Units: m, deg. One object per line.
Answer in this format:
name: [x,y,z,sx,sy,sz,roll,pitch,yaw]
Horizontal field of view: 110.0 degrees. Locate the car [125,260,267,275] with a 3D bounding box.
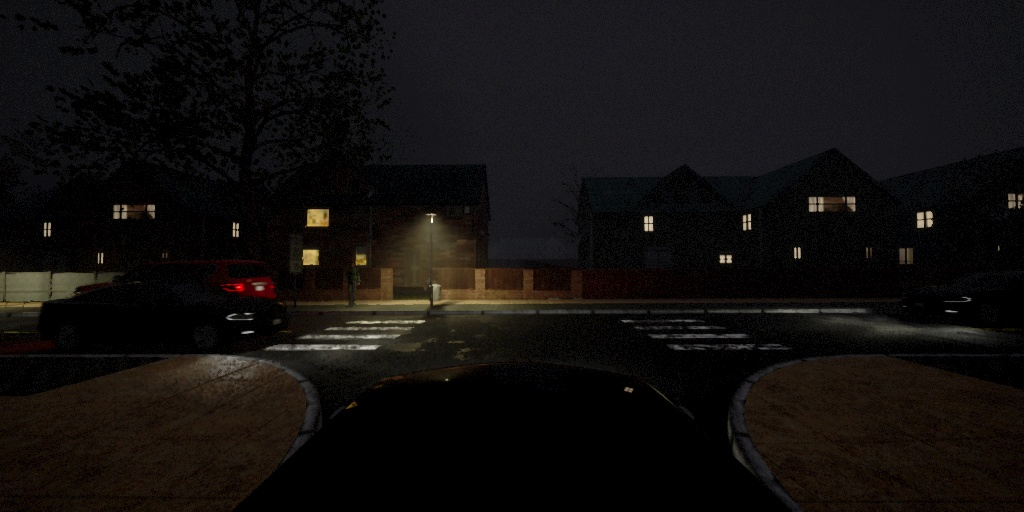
car: [-10.806,1.163,11.649,5.566,2.045,2.150,-1,-1,2]

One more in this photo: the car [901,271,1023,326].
car: [14.905,1.183,10.850,5.008,1.535,1.882,0,-1,2]

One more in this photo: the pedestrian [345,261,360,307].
pedestrian: [-6.453,1.113,14.428,0.375,1.860,0.375,0,-1,2]

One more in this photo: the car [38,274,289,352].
car: [-8.094,1.315,8.609,5.008,1.535,1.882,-1,-1,2]
